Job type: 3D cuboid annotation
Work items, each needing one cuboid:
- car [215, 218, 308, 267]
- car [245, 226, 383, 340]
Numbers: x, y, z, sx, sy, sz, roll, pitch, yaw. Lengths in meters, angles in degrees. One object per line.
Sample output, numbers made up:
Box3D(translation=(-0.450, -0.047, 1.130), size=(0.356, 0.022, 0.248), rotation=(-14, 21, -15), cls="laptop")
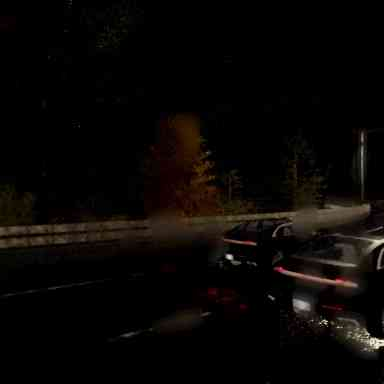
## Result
Box3D(translation=(2.903, 1.618, 10.820), size=(4.902, 1.511, 2.128), rotation=(1, -1, -40), cls="car")
Box3D(translation=(3.582, 1.583, 6.764), size=(4.902, 1.511, 2.128), rotation=(1, -1, -40), cls="car")
